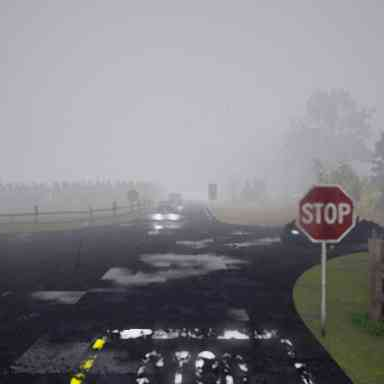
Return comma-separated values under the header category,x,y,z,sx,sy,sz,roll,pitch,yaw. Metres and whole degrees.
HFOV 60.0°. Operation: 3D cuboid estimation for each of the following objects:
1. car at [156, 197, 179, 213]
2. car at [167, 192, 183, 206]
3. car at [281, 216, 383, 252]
category,x,y,z,sx,sy,sz,roll,pitch,yaw
car,-2.701,1.498,35.482,1.895,1.301,4.718,0,0,0
car,-2.621,1.076,51.281,2.150,2.045,5.566,0,1,0
car,5.540,1.404,13.095,4.181,1.385,1.994,-1,0,-29
